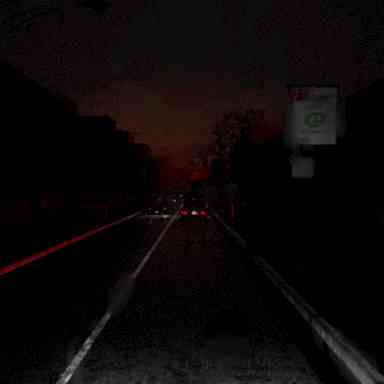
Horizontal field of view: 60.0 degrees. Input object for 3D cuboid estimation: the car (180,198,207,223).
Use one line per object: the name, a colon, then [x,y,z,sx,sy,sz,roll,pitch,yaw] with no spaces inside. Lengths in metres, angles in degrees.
car: [0.133,1.384,23.735,2.033,1.411,5.357,0,0,0]

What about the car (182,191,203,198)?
car: [0.181,0.946,40.412,2.150,2.045,5.566,0,1,0]

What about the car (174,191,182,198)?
car: [-2.836,0.659,71.842,1.837,1.490,4.892,0,2,0]

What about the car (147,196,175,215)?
car: [-3.044,1.330,31.545,2.033,1.411,5.357,0,0,0]
